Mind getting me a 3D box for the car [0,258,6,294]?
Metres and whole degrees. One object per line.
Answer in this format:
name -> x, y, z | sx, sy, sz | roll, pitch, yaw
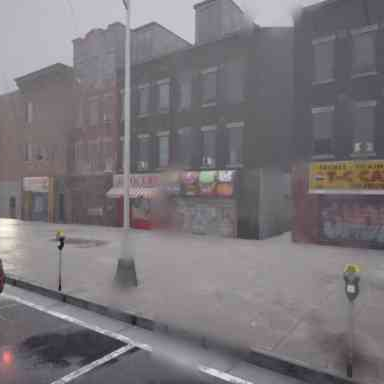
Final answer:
car -> -5.735, 1.529, 7.061 | 4.674, 1.442, 1.812 | 0, 0, 36
